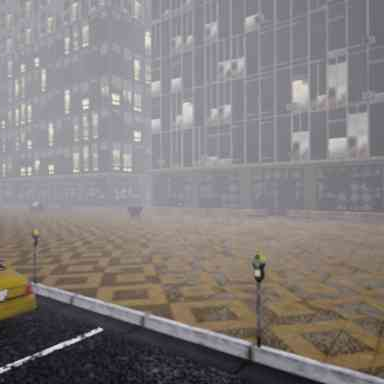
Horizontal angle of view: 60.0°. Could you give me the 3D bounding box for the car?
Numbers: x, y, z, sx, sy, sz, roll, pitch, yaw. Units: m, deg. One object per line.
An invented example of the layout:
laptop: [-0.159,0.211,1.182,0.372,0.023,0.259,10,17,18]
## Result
car: [-4.905,1.591,6.363,4.829,1.417,1.752,-1,0,35]
